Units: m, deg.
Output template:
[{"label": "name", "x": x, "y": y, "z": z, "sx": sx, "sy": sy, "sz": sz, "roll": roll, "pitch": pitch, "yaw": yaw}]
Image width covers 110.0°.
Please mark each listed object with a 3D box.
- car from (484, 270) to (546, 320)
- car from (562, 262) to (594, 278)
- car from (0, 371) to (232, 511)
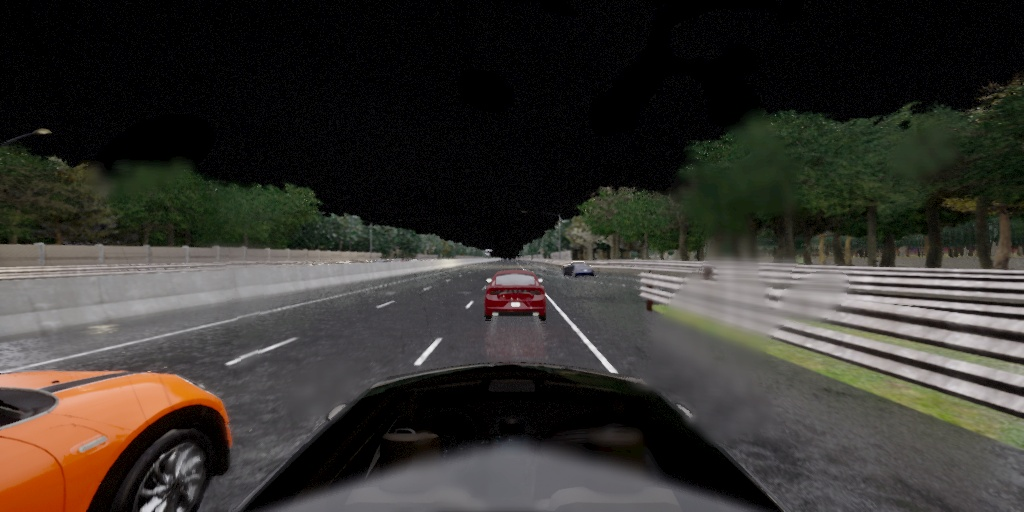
[{"label": "car", "x": 0.103, "y": 1.234, "z": 12.689, "sx": 1.882, "sy": 1.535, "sz": 5.008, "roll": 0, "pitch": 0, "yaw": 0}, {"label": "car", "x": 6.278, "y": 1.314, "z": 34.739, "sx": 1.994, "sy": 1.385, "sz": 4.181, "roll": -3, "pitch": 0, "yaw": -13}, {"label": "car", "x": -3.400, "y": 1.102, "z": 1.116, "sx": 2.097, "sy": 1.767, "sz": 4.553, "roll": 0, "pitch": 0, "yaw": 0}]
